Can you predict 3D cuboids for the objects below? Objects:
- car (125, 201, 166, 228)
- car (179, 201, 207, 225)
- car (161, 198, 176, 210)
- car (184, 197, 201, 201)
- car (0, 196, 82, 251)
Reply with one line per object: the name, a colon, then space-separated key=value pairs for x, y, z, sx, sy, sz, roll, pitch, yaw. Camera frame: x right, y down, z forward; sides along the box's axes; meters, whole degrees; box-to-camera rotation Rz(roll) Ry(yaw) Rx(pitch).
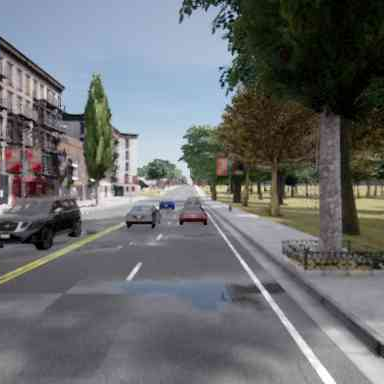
car: x=-3.155 y=1.555 z=22.355 sx=2.033 sy=1.411 sz=5.357 roll=0 pitch=0 yaw=0
car: x=0.095 y=1.573 z=24.436 sx=1.994 sy=1.385 sz=4.181 roll=0 pitch=0 yaw=0
car: x=-3.150 y=1.511 z=43.018 sx=1.882 sy=1.535 sz=5.008 roll=0 pitch=0 yaw=0
car: x=0.099 y=1.384 z=42.188 sx=2.097 sy=1.767 sz=4.553 roll=0 pitch=0 yaw=0
car: x=-6.576 y=1.225 z=14.515 sx=2.150 sy=2.045 sz=5.566 roll=0 pitch=0 yaw=0
